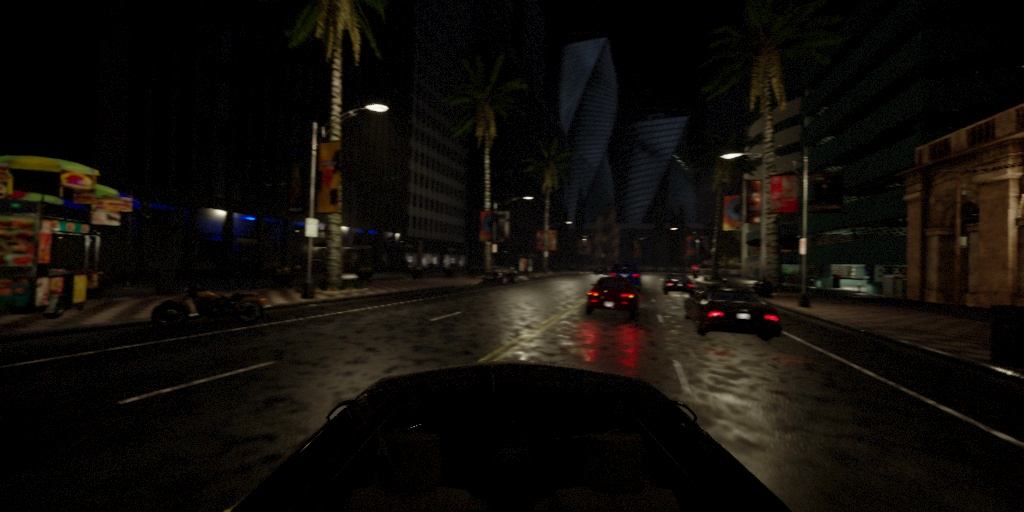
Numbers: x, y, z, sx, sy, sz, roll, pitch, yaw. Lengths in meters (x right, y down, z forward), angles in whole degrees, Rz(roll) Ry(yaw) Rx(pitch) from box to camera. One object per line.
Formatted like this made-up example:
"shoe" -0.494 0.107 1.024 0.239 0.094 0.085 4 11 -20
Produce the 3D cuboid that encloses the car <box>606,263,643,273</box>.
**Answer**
"car" 8.815 1.592 27.742 2.150 2.045 5.566 1 -1 20

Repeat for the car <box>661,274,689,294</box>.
"car" 11.740 1.975 25.576 2.033 1.411 5.357 1 -1 20

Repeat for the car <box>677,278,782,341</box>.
"car" 6.711 1.631 11.432 2.033 1.411 5.357 1 -1 20

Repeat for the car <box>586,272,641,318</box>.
"car" 4.192 1.580 14.732 1.812 1.442 4.674 1 -1 20
